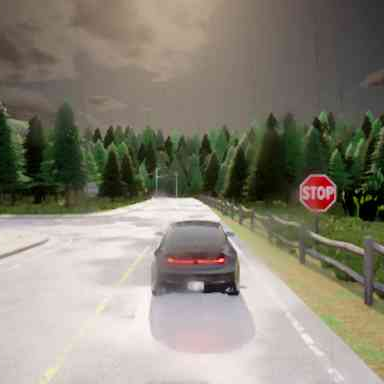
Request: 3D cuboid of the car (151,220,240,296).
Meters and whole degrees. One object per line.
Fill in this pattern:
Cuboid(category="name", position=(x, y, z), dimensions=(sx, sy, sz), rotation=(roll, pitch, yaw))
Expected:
Cuboid(category="car", position=(0.076, 1.468, 8.530), dimensions=(1.837, 1.490, 4.892), rotation=(0, 0, 0))
